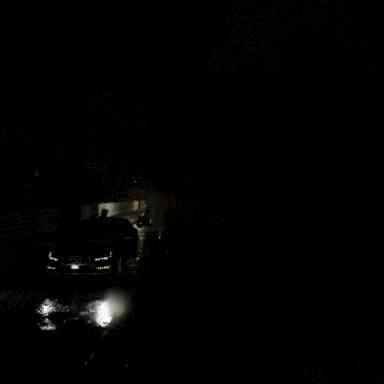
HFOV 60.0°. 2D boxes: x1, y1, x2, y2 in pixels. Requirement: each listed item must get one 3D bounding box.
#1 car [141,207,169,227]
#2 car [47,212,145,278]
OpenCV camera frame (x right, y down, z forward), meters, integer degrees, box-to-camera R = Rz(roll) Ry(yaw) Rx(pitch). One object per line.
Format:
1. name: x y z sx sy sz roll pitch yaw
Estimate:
1. car: -2.799 1.833 24.738 1.994 1.385 4.181 0 -1 0
2. car: -2.855 1.607 10.535 1.837 1.490 4.892 0 -1 0
